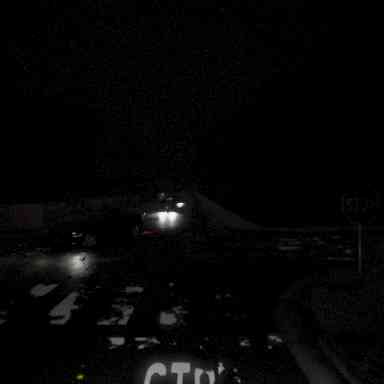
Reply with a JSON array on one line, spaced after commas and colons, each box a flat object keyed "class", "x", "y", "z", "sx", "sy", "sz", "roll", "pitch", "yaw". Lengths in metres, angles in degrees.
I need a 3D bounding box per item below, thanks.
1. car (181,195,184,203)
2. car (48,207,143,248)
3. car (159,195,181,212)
[{"class": "car", "x": -2.655, "y": 1.323, "z": 64.001, "sx": 2.128, "sy": 1.511, "sz": 4.902, "roll": 0, "pitch": 0, "yaw": 0}, {"class": "car", "x": -4.231, "y": 1.543, "z": 15.377, "sx": 1.882, "sy": 1.535, "sz": 5.008, "roll": 1, "pitch": 2, "yaw": 26}, {"class": "car", "x": -2.694, "y": 1.431, "z": 38.238, "sx": 2.128, "sy": 1.511, "sz": 4.902, "roll": 0, "pitch": 0, "yaw": 0}]
